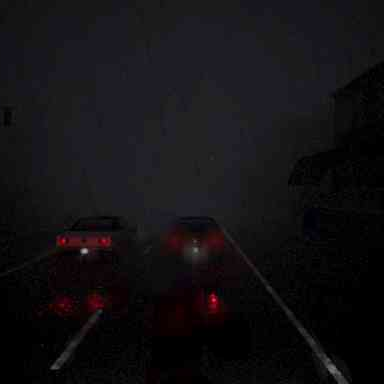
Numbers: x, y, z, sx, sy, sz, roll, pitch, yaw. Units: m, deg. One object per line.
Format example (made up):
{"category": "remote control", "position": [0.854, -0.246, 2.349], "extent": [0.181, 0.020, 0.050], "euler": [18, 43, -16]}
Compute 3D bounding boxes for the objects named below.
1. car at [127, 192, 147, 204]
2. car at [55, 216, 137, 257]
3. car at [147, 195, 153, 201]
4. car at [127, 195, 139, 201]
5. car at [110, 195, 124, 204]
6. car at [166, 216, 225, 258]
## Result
{"category": "car", "position": [-10.259, 1.067, 61.095], "extent": [2.150, 2.045, 5.566], "euler": [0, 0, 1]}
{"category": "car", "position": [-3.367, 1.568, 12.717], "extent": [1.895, 1.301, 4.718], "euler": [0, 0, 1]}
{"category": "car", "position": [-10.159, 1.349, 76.830], "extent": [2.033, 1.411, 5.357], "euler": [0, 0, 0]}
{"category": "car", "position": [-13.660, 1.358, 76.755], "extent": [1.994, 1.385, 4.181], "euler": [0, 0, 0]}
{"category": "car", "position": [-13.758, 1.345, 61.087], "extent": [1.837, 1.490, 4.892], "euler": [0, 0, 1]}
{"category": "car", "position": [0.133, 1.573, 12.717], "extent": [1.895, 1.301, 4.718], "euler": [0, 0, 1]}
